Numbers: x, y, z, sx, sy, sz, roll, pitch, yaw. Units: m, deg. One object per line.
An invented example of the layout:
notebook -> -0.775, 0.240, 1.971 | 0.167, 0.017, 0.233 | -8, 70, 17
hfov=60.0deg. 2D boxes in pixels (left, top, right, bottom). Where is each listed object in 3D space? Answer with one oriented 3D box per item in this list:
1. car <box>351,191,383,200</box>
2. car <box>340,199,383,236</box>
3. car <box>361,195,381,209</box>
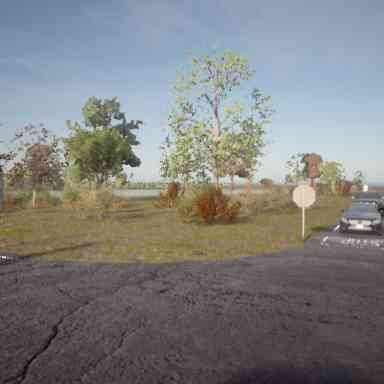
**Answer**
car -> 14.349, 0.930, 27.127 | 2.150, 2.045, 5.566 | 1, 1, 29
car -> 8.918, 1.328, 17.446 | 1.812, 1.442, 4.674 | 1, 1, 29
car -> 21.513, 1.149, 39.848 | 1.994, 1.385, 4.181 | 1, 1, 30
